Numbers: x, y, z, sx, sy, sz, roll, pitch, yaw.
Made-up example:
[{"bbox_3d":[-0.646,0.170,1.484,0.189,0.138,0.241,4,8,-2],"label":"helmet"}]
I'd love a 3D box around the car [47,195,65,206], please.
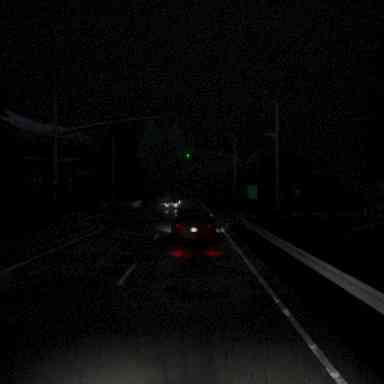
[{"bbox_3d":[-20.239,1.308,48.497,2.242,1.667,4.611,0,0,-1],"label":"car"}]

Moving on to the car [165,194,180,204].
[{"bbox_3d":[-3.553,1.318,58.283,1.812,1.442,4.674,0,0,1],"label":"car"}]

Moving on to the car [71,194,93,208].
[{"bbox_3d":[-14.532,1.156,44.219,1.905,1.878,3.866,0,0,-1],"label":"car"}]

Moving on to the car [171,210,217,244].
[{"bbox_3d":[0.084,1.508,15.541,1.994,1.385,4.181,0,0,0],"label":"car"}]
